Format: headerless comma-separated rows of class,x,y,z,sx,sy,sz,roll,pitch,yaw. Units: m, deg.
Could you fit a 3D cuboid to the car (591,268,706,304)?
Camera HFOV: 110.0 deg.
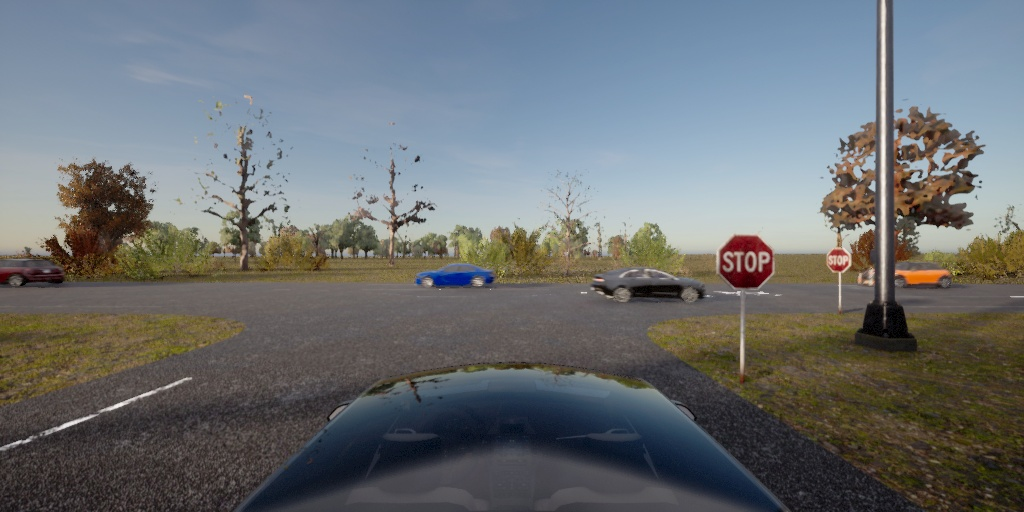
car,6.003,1.266,15.996,4.902,1.511,2.128,0,0,-2

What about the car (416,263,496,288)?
car,-3.550,1.228,22.773,5.008,1.535,1.882,0,0,-1

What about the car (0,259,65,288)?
car,-30.737,0.961,21.990,4.553,1.767,2.097,0,0,-2

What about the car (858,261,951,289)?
car,25.703,1.177,23.585,4.553,1.767,2.097,0,0,-2
